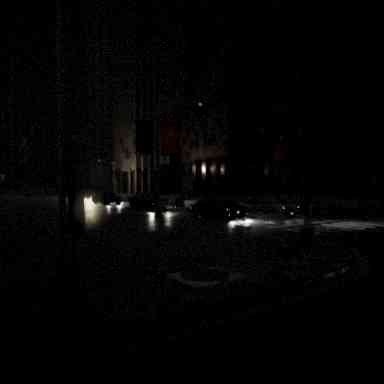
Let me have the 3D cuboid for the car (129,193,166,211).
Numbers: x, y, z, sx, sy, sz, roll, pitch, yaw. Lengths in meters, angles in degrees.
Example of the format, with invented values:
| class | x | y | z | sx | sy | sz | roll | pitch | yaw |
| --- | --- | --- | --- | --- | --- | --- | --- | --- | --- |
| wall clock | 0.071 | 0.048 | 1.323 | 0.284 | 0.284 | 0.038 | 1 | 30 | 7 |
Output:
| class | x | y | z | sx | sy | sz | roll | pitch | yaw |
| --- | --- | --- | --- | --- | --- | --- | --- | --- | --- |
| car | -4.107 | 0.830 | 30.665 | 1.882 | 1.535 | 5.008 | -1 | 1 | -35 |

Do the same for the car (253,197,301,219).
| class | x | y | z | sx | sy | sz | roll | pitch | yaw |
| --- | --- | --- | --- | --- | --- | --- | --- | --- | --- |
| car | 5.135 | 1.043 | 23.105 | 1.895 | 1.301 | 4.718 | -1 | 1 | -36 |

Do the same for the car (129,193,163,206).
| class | x | y | z | sx | sy | sz | roll | pitch | yaw |
| --- | --- | --- | --- | --- | --- | --- | --- | --- | --- |
| car | -5.315 | 0.814 | 38.104 | 1.895 | 1.301 | 4.718 | -1 | 1 | -35 |

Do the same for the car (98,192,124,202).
| class | x | y | z | sx | sy | sz | roll | pitch | yaw |
| --- | --- | --- | --- | --- | --- | --- | --- | --- | --- |
| car | -11.511 | 0.679 | 47.058 | 1.895 | 1.301 | 4.718 | -1 | 1 | -34 |

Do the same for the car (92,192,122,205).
| class | x | y | z | sx | sy | sz | roll | pitch | yaw |
| --- | --- | --- | --- | --- | --- | --- | --- | --- | --- |
| car | -10.152 | 0.768 | 39.357 | 2.033 | 1.411 | 5.357 | -1 | 1 | -35 |

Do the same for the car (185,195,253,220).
| class | x | y | z | sx | sy | sz | roll | pitch | yaw |
| --- | --- | --- | --- | --- | --- | --- | --- | --- | --- |
| car | 1.725 | 1.045 | 22.287 | 1.994 | 1.385 | 4.181 | -1 | 1 | -35 |

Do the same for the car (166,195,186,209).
| class | x | y | z | sx | sy | sz | roll | pitch | yaw |
| --- | --- | --- | --- | --- | --- | --- | --- | --- | --- |
| car | -0.117 | 0.927 | 30.622 | 1.895 | 1.301 | 4.718 | -1 | 1 | -35 |
